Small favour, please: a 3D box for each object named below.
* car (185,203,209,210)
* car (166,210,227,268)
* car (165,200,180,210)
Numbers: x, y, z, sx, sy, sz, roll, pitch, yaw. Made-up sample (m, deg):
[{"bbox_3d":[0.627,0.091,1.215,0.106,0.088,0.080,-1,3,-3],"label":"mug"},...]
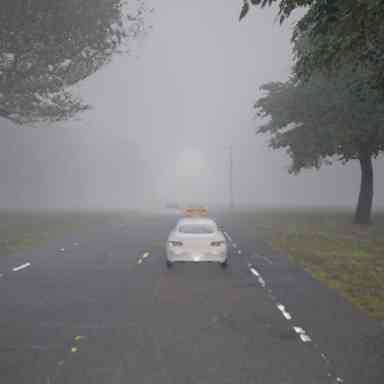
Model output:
[{"bbox_3d":[0.404,1.606,27.200,1.882,1.535,5.008,0,0,1],"label":"car"},{"bbox_3d":[0.146,1.577,11.346,1.812,1.442,4.674,0,0,0],"label":"car"},{"bbox_3d":[-2.759,1.834,47.241,1.895,1.301,4.718,0,0,2],"label":"car"}]
